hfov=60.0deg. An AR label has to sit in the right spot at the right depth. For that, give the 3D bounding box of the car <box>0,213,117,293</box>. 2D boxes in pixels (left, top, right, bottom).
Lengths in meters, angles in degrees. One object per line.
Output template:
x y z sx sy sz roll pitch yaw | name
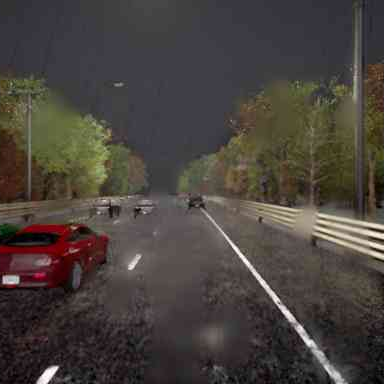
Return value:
-3.435 1.491 8.598 1.812 1.442 4.674 0 0 0 | car

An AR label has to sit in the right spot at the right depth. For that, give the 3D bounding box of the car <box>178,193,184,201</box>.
-1.819 1.053 74.778 2.097 1.767 4.553 0 0 -3 | car

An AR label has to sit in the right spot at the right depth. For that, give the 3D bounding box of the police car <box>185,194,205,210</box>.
0.515 1.298 40.118 1.930 1.638 5.238 0 0 -2 | police car

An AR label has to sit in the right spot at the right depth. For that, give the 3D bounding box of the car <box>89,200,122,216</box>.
-7.174 1.394 27.885 2.128 1.511 4.902 0 0 -1 | car

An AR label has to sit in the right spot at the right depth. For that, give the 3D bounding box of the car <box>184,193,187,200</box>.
0.002 1.309 56.294 1.801 1.575 5.366 0 0 -2 | car

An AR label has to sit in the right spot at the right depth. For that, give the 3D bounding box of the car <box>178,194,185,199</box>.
-2.841 1.200 93.366 1.812 1.442 4.674 0 0 -4 | car

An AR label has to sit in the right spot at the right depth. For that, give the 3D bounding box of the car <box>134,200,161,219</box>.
-3.670 1.393 27.837 2.128 1.511 4.902 0 0 -1 | car
